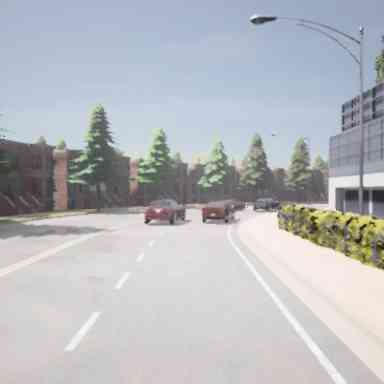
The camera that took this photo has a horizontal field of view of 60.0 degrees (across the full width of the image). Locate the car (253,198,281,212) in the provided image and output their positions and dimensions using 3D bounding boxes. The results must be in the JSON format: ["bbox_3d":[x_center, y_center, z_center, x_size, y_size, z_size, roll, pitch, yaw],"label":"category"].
[{"bbox_3d":[8.740,1.428,38.379,2.128,1.511,4.902,0,0,36],"label":"car"}]

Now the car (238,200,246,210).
[{"bbox_3d":[4.760,1.498,38.865,1.994,1.385,4.181,0,0,34],"label":"car"}]

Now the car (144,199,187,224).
[{"bbox_3d":[-1.821,1.309,24.357,2.097,1.767,4.553,0,0,13],"label":"car"}]

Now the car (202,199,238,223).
[{"bbox_3d":[2.095,1.434,25.498,1.882,1.535,5.008,0,0,15],"label":"car"}]
